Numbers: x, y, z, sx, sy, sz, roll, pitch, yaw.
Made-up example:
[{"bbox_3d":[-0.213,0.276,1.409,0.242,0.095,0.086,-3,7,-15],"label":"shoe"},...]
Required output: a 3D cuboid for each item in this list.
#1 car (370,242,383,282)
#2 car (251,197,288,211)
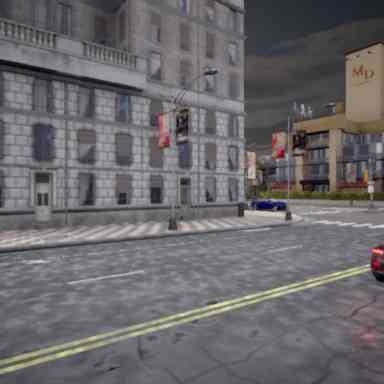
[{"bbox_3d":[6.273,1.512,8.356,4.674,1.442,1.812,0,0,-36],"label":"car"},{"bbox_3d":[9.402,1.433,40.312,1.882,1.535,5.008,0,0,-36],"label":"car"}]
